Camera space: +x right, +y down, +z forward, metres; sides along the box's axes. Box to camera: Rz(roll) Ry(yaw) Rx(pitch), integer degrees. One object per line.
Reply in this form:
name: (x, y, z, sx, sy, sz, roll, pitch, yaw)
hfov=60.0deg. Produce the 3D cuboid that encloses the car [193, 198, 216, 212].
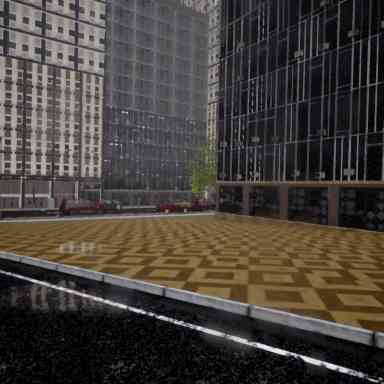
car: (2.170, 1.782, 45.896, 5.009, 1.841, 2.192, 1, 1, -34)

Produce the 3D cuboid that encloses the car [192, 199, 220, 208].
car: (2.392, 1.873, 55.605, 4.313, 1.339, 1.947, 1, 1, -34)

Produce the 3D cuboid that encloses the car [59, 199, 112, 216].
car: (-11.862, 1.645, 36.288, 5.009, 1.841, 2.192, 1, 1, -34)

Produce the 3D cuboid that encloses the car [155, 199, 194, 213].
car: (-2.513, 1.966, 42.697, 4.507, 1.381, 1.887, 1, 1, -34)

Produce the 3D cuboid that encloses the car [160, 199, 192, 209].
car: (-2.425, 1.785, 52.305, 4.829, 1.417, 1.752, 1, 1, -34)

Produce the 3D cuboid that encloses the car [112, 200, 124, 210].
car: (-11.640, 1.721, 45.996, 4.403, 1.369, 2.008, 1, 1, -34)
